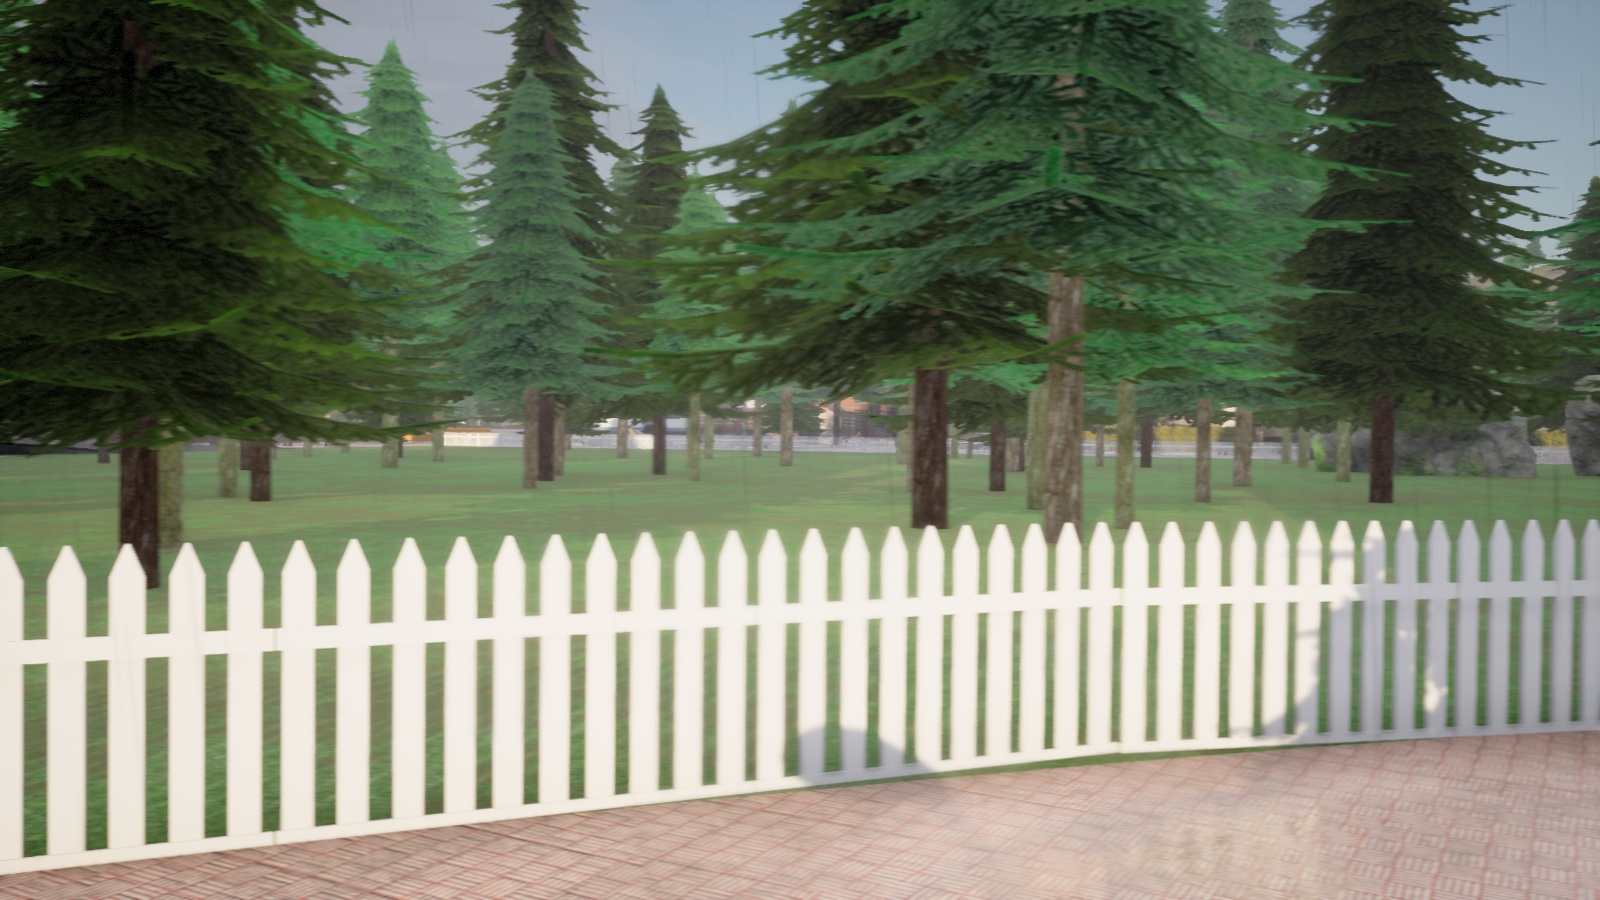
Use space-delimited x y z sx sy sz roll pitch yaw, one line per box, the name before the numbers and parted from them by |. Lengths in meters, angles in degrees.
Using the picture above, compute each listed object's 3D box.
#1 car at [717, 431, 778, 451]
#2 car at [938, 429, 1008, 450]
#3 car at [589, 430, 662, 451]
car | -3.922 -0.689 94.027 4.193 1.474 1.816 0 1 18
car | 12.249 -0.758 88.829 4.674 1.442 1.812 0 1 18
car | -13.491 -0.716 97.101 5.366 1.575 1.801 0 1 18
